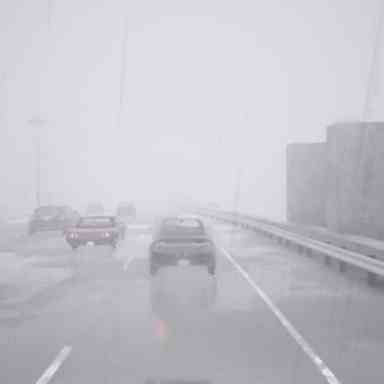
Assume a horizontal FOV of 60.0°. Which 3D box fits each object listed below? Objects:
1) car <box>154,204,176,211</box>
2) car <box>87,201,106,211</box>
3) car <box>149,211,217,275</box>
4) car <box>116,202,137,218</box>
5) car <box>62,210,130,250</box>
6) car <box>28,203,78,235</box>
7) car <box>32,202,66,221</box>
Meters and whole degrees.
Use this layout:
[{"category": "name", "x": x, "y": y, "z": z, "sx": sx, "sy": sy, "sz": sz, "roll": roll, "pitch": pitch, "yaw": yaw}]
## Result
[{"category": "car", "x": -2.395, "y": 1.776, "z": 29.621, "sx": 1.812, "sy": 1.442, "sz": 4.674, "roll": 0, "pitch": 0, "yaw": -9}, {"category": "car", "x": -11.442, "y": 1.833, "z": 39.785, "sx": 1.882, "sy": 1.535, "sz": 5.008, "roll": 0, "pitch": 0, "yaw": -12}, {"category": "car", "x": -0.352, "y": 1.582, "z": 10.804, "sx": 2.128, "sy": 1.511, "sz": 4.902, "roll": 0, "pitch": 0, "yaw": -3}, {"category": "car", "x": -6.633, "y": 1.771, "z": 33.646, "sx": 1.882, "sy": 1.535, "sz": 5.008, "roll": 0, "pitch": 0, "yaw": -10}, {"category": "car", "x": -4.145, "y": 1.737, "z": 15.183, "sx": 1.895, "sy": 1.301, "sz": 4.718, "roll": 0, "pitch": 0, "yaw": -5}, {"category": "car", "x": -8.207, "y": 1.540, "z": 20.356, "sx": 2.097, "sy": 1.767, "sz": 4.553, "roll": 0, "pitch": 0, "yaw": -6}, {"category": "car", "x": -13.314, "y": 1.767, "z": 31.261, "sx": 1.882, "sy": 1.535, "sz": 5.008, "roll": 0, "pitch": 0, "yaw": -10}]
